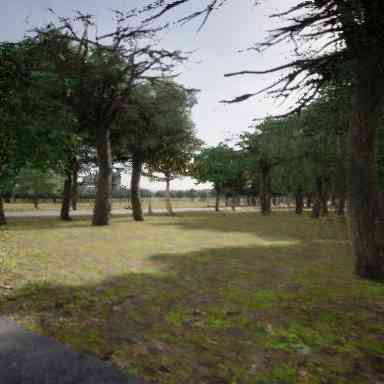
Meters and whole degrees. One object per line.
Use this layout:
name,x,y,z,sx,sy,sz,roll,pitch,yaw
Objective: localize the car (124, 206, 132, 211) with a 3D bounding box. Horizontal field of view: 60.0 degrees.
car,-15.966,4.277,88.947,1.895,1.301,4.718,0,-1,36
